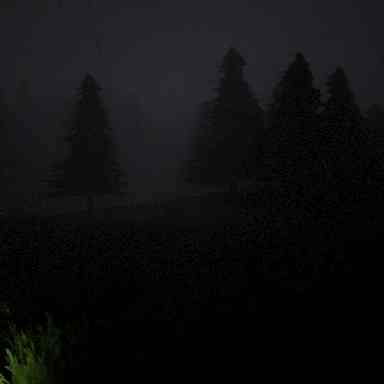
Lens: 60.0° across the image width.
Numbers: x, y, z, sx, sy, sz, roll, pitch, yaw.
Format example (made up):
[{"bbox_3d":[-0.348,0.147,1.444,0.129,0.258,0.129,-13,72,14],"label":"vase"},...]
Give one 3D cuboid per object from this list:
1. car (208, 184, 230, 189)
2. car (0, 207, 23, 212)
[{"bbox_3d":[4.857,-0.698,58.793,4.892,1.490,1.837,-6,3,-33],"label":"car"},{"bbox_3d":[-17.038,2.168,31.870,1.812,1.442,4.674,-1,-3,25],"label":"car"}]
